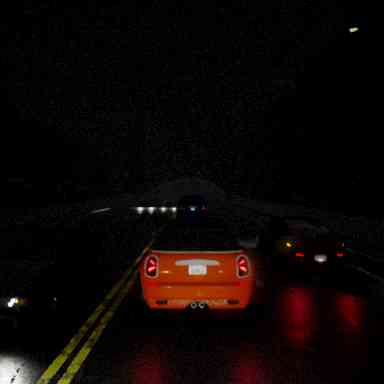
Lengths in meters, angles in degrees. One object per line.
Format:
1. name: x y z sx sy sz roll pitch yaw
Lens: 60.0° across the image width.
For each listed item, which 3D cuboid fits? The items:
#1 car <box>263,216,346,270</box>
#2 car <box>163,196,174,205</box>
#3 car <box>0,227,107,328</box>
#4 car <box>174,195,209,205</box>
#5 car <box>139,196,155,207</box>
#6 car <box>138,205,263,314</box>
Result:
1. car: 3.334 1.516 10.833 1.812 1.442 4.674 0 0 1
2. car: -3.359 1.427 50.492 1.882 1.535 5.008 0 0 0
3. car: -3.365 1.541 7.473 2.033 1.411 5.357 0 0 0
4. car: 0.047 1.195 24.063 2.150 2.045 5.566 0 0 0
5. car: -6.622 1.393 49.261 1.882 1.535 5.008 0 0 0
6. car: 0.083 1.345 7.777 2.097 1.767 4.553 0 0 0
